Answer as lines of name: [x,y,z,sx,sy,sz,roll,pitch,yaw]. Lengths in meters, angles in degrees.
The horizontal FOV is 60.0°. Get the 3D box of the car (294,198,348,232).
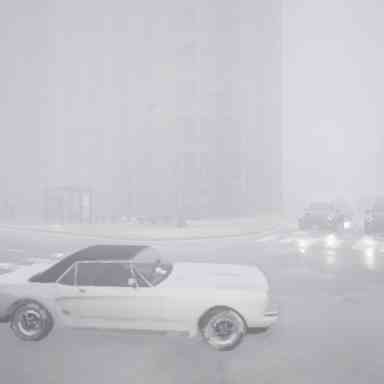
car: [8.216,1.430,20.913,2.097,1.767,4.553,0,0,32]

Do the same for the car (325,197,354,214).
car: [16.582,1.499,37.620,2.097,1.767,4.553,0,0,11]

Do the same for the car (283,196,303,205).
car: [18.770,1.613,61.644,2.097,1.767,4.553,0,0,-33]

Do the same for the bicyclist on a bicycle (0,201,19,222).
bicyclist on a bicycle: [-14.122,1.483,25.589,0.582,1.620,1.656,0,0,32]

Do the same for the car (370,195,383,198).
car: [16.005,1.320,27.183,2.150,2.045,5.566,0,0,29]

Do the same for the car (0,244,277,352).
car: [-0.998,1.625,5.735,4.718,1.301,1.895,0,0,6]

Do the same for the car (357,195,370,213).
car: [20.094,1.361,37.075,2.150,2.045,5.566,0,0,12]

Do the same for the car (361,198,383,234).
car: [11.122,1.417,18.956,2.097,1.767,4.553,0,0,31]

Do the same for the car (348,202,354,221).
car: [12.618,1.672,28.349,1.994,1.385,4.181,0,0,29]
